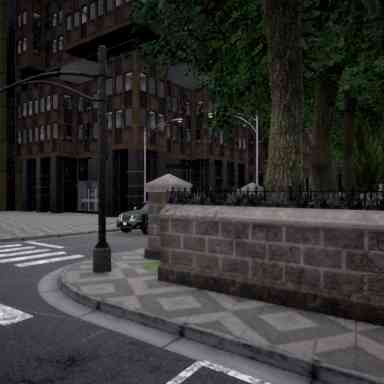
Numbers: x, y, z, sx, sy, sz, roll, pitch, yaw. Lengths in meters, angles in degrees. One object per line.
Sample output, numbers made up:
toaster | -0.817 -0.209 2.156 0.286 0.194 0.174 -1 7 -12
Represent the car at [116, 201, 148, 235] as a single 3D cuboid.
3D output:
car | -2.385 1.584 22.008 2.150 2.045 5.566 0 -1 35
